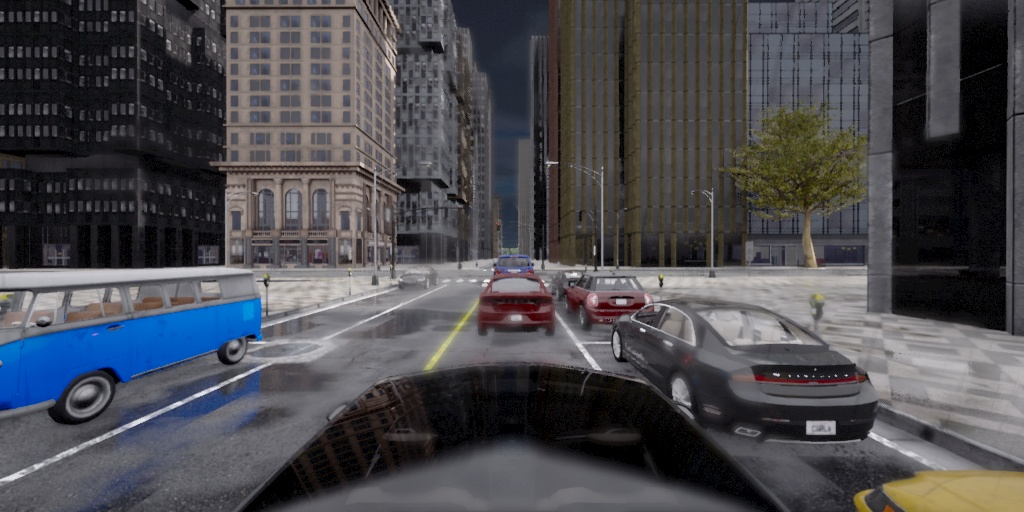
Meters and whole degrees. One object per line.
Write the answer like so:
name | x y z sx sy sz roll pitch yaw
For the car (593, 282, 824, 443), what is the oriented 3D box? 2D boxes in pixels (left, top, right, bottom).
car | 2.769 1.299 5.390 2.007 1.370 4.403 0 0 0

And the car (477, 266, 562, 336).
car | 0.107 1.223 10.417 1.882 1.535 5.008 0 0 0

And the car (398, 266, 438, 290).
car | -5.730 1.289 22.325 2.007 1.370 4.403 0 0 0

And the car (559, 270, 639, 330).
car | 2.778 1.185 11.031 1.967 1.591 4.097 0 0 0

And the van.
van | -5.756 1.089 5.402 1.690 1.789 3.998 0 0 0

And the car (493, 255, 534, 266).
car | 0.105 0.961 20.301 2.150 2.045 5.566 0 0 0
